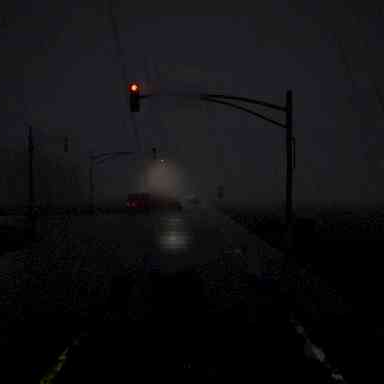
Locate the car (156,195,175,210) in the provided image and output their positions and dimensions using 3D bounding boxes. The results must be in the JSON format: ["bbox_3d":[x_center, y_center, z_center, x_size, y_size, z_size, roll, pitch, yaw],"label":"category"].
[{"bbox_3d":[-3.449,1.320,43.560,2.097,1.767,4.553,0,0,0],"label":"car"}]

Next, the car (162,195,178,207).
[{"bbox_3d":[-3.420,1.308,52.341,2.097,1.767,4.553,0,0,0],"label":"car"}]

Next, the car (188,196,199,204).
[{"bbox_3d":[0.294,1.435,60.359,2.128,1.511,4.902,0,0,0],"label":"car"}]

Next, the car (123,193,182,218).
[{"bbox_3d":[-3.462,1.172,29.738,5.566,2.045,2.150,1,0,-44],"label":"car"}]

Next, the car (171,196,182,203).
[{"bbox_3d":[-3.271,1.476,70.903,1.994,1.385,4.181,0,0,0],"label":"car"}]

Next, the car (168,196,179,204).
[{"bbox_3d":[-3.374,1.468,61.157,1.812,1.442,4.674,0,0,1],"label":"car"}]
